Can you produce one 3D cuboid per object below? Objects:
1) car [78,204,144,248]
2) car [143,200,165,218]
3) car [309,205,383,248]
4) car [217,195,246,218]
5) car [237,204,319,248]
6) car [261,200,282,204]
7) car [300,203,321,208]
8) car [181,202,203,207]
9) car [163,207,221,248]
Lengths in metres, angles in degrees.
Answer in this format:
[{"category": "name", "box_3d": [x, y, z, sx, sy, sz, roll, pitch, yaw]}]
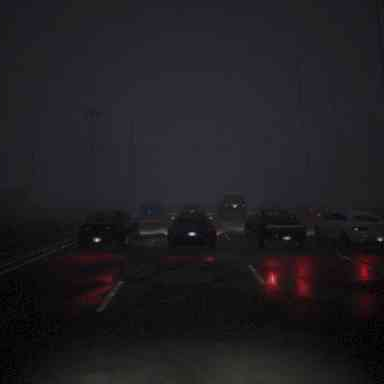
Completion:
[{"category": "car", "box_3d": [-3.500, 1.515, 14.678, 1.837, 1.490, 4.892, 0, 0, 0]}, {"category": "car", "box_3d": [-3.500, 1.484, 29.679, 1.882, 1.535, 5.008, 0, 0, 0]}, {"category": "car", "box_3d": [7.000, 1.532, 14.678, 1.812, 1.442, 4.674, 0, 0, 0]}, {"category": "car", "box_3d": [3.500, 1.257, 29.709, 2.150, 2.045, 5.566, 0, 0, 0]}, {"category": "car", "box_3d": [3.500, 1.494, 14.678, 2.128, 1.511, 4.902, 0, 0, 0]}, {"category": "car", "box_3d": [7.000, 1.494, 29.679, 2.128, 1.511, 4.902, 0, 0, 0]}, {"category": "car", "box_3d": [10.500, 1.615, 29.709, 1.895, 1.301, 4.718, 0, 0, 0]}, {"category": "car", "box_3d": [0.000, 1.571, 29.679, 1.994, 1.385, 4.181, 0, 0, 0]}, {"category": "car", "box_3d": [0.000, 1.571, 14.678, 1.994, 1.385, 4.181, 0, 0, 0]}]
